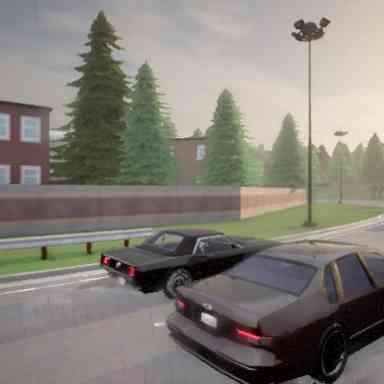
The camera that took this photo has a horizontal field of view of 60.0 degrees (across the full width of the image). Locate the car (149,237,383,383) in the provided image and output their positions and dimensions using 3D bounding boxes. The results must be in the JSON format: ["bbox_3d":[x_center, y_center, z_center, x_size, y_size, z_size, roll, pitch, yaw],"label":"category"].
[{"bbox_3d":[2.189,1.532,5.408,5.357,1.411,2.033,0,0,-37],"label":"car"}]

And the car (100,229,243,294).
[{"bbox_3d":[0.275,1.585,8.361,4.718,1.301,1.895,0,0,-37],"label":"car"}]
